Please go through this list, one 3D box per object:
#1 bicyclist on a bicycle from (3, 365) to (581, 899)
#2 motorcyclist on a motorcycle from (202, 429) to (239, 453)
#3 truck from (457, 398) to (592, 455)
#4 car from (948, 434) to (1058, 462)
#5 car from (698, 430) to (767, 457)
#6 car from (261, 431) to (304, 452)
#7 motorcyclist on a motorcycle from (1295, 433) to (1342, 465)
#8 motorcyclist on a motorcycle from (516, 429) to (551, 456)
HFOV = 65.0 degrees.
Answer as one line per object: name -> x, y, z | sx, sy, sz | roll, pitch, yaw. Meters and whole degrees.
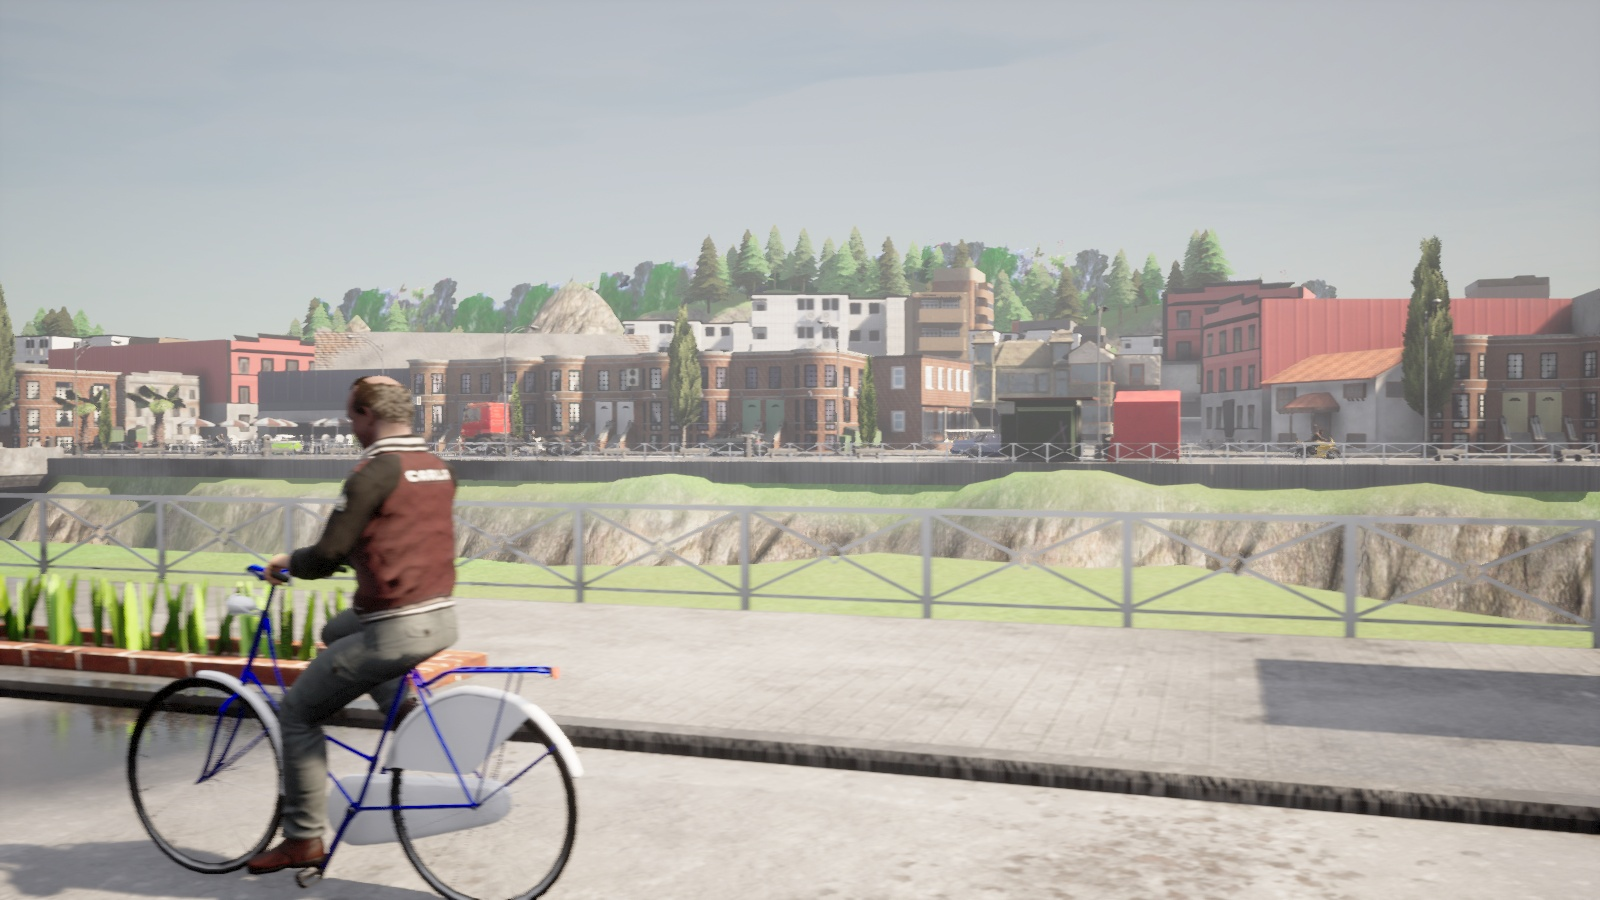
bicyclist on a bicycle -> -1.737, 0.622, 4.304 | 1.843, 1.776, 0.659 | 1, 1, 19
motorcyclist on a motorcycle -> -37.589, -0.584, 81.447 | 2.191, 1.530, 0.866 | 1, 1, 19
truck -> -17.308, -1.483, 78.834 | 7.936, 3.462, 2.891 | 1, 1, 19
car -> 10.569, -0.131, 65.261 | 5.357, 1.411, 2.033 | 1, 1, 19
car -> -3.976, -0.401, 74.368 | 3.705, 1.549, 1.789 | 1, 1, 19
car -> -34.940, -0.608, 84.776 | 2.207, 1.376, 1.481 | 1, 1, 19
motorcyclist on a motorcycle -> 24.930, -0.065, 60.433 | 2.044, 1.523, 0.797 | 1, 1, 19
motorcyclist on a motorcycle -> -15.738, -0.466, 74.102 | 1.817, 1.590, 0.866 | 1, 1, 19
